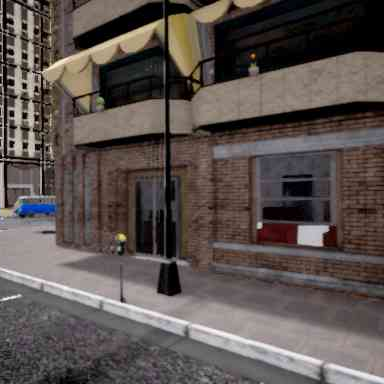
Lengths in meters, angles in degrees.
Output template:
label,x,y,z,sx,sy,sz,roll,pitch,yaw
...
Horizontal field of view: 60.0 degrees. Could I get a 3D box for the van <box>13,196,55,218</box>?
label,x,y,z,sx,sy,sz,roll,pitch,yaw
van,-13.081,1.259,28.536,1.690,1.788,3.998,-1,-1,36
